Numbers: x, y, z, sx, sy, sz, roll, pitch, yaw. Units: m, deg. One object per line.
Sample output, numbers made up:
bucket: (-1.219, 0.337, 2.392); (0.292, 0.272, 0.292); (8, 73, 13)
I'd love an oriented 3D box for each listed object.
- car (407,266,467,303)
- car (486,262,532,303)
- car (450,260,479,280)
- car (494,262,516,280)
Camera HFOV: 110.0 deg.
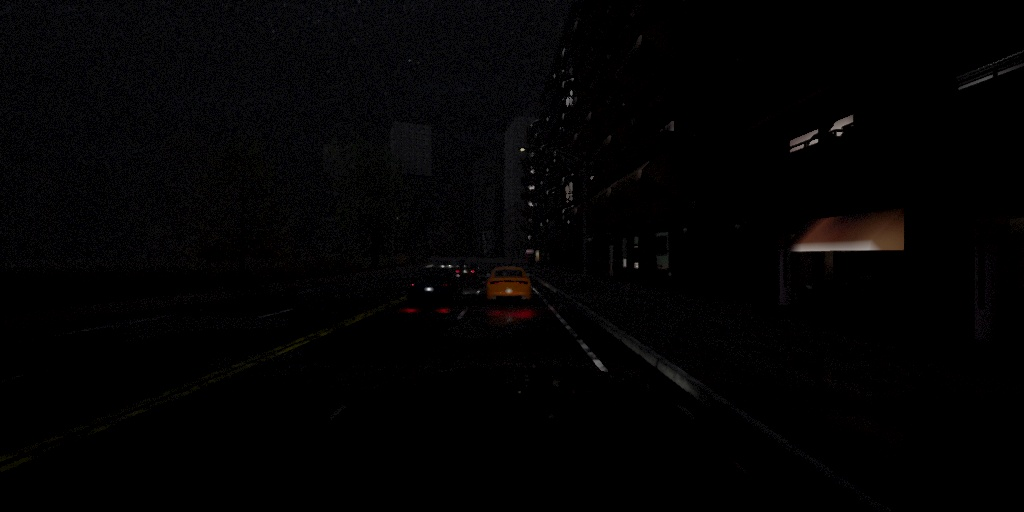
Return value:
car: (-3.419, 1.323, 16.579); (1.994, 1.385, 4.181); (0, 0, -1)
car: (-0.171, 1.235, 16.653); (1.882, 1.535, 5.008); (0, 0, -1)
car: (-3.927, 1.317, 31.607); (2.033, 1.411, 5.357); (0, 0, -3)
car: (-0.680, 1.287, 31.753); (1.812, 1.442, 4.674); (0, 0, -3)
